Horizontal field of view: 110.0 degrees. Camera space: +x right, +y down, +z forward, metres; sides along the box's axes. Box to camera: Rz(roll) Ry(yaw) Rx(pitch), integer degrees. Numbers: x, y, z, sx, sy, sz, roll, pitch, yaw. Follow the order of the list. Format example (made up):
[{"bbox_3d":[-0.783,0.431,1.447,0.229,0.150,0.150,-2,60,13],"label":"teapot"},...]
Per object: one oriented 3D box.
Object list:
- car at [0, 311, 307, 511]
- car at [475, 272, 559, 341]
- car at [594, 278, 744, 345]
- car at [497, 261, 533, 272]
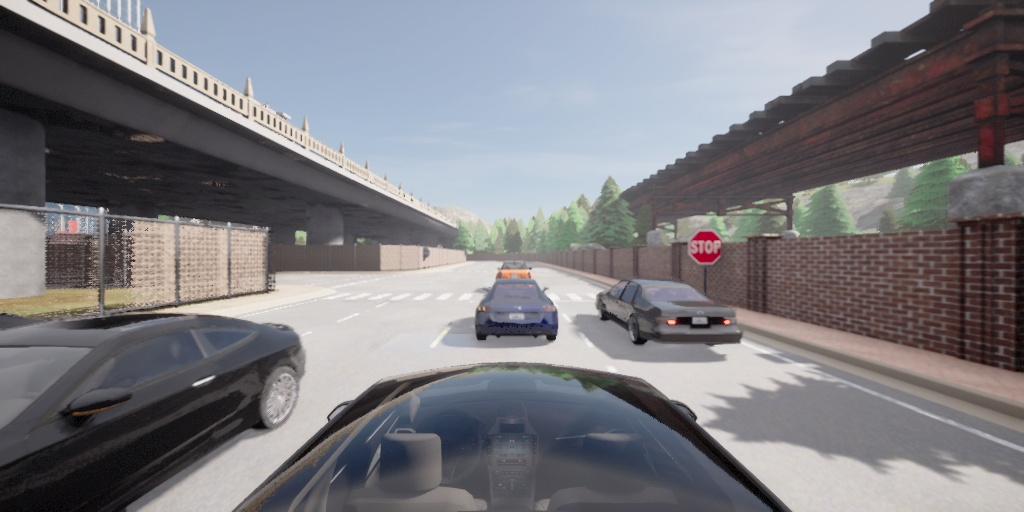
[{"bbox_3d":[-3.577,1.273,2.888,1.812,1.442,4.674,0,0,0],"label":"car"},{"bbox_3d":[0.101,1.297,9.867,1.994,1.385,4.181,0,0,0],"label":"car"},{"bbox_3d":[3.601,1.282,9.395,2.033,1.411,5.357,0,0,0],"label":"car"},{"bbox_3d":[0.160,1.062,21.430,2.097,1.767,4.553,0,0,0],"label":"car"}]
